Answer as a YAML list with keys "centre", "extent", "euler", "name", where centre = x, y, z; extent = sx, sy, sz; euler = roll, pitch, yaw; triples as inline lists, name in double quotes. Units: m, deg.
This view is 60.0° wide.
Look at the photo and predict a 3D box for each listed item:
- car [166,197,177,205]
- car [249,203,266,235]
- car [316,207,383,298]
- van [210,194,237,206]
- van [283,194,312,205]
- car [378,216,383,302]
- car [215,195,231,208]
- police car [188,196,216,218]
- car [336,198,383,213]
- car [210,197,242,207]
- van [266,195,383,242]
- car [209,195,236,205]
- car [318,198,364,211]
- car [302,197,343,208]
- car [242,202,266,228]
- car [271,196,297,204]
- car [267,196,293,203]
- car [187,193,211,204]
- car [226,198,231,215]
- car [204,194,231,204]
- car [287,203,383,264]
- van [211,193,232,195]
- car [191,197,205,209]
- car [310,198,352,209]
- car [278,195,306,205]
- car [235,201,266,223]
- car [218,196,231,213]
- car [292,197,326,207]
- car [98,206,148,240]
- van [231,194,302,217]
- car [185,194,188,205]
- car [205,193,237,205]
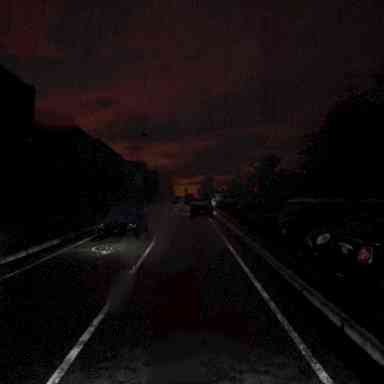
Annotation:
- centre: [-3.606, 1.601, 60.258]
  extent: [1.812, 1.442, 4.674]
  euler: [0, 0, 0]
  name: "car"
- centre: [5.559, 1.473, 15.990]
  extent: [5.008, 1.535, 2.097]
  euler: [0, 0, 0]
  name: "car"
- centre: [5.589, 1.350, 7.581]
  extent: [4.553, 1.767, 2.185]
  euler: [0, 0, 0]
  name: "car"
- centre: [5.190, 1.299, 55.233]
  extent: [4.442, 1.987, 1.878]
  euler: [0, 0, 0]
  name: "van"
- centre: [18.485, 1.309, 58.170]
  extent: [4.442, 1.987, 1.878]
  euler: [0, 0, 0]
  name: "van"
- centre: [5.608, 1.351, 4.777]
  extent: [4.553, 1.767, 2.185]
  euler: [0, 0, 0]
  name: "car"
- centre: [5.392, 1.485, 41.212]
  extent: [4.892, 1.521, 2.231]
  euler: [0, 0, 0]
  name: "car"
- centre: [0.817, 1.426, 30.014]
  extent: [1.930, 1.638, 5.238]
  euler: [0, 0, 0]
  name: "police car"
- centre: [18.507, 1.476, 35.886]
  extent: [5.008, 1.535, 2.097]
  euler: [0, 0, 0]
  name: "car"
- centre: [5.317, 1.518, 52.429]
  extent: [4.892, 1.521, 2.231]
  euler: [0, 0, 0]
  name: "car"
- centre: [5.467, 1.248, 13.186]
  extent: [4.442, 1.987, 1.878]
  euler: [0, 0, 0]
  name: "van"
- centre: [5.258, 1.408, 58.037]
  extent: [4.553, 1.767, 2.185]
  euler: [0, 0, 0]
  name: "car"
- centre: [18.504, 1.515, 41.455]
  extent: [4.792, 1.488, 2.163]
  euler: [0, 0, 0]
  name: "car"
- centre: [18.432, 1.502, 47.025]
  extent: [5.008, 1.535, 2.097]
  euler: [0, 0, 0]
  name: "car"
- centre: [5.517, 1.502, 18.793]
  extent: [4.792, 1.488, 2.163]
  euler: [0, 0, 0]
  name: "car"
- centre: [18.326, 1.616, 66.517]
  extent: [4.674, 1.452, 2.002]
  euler: [0, 0, 0]
  name: "car"
- centre: [18.316, 1.594, 69.304]
  extent: [5.008, 1.535, 2.097]
  euler: [0, -1, 0]
  name: "car"
- centre: [0.765, 1.365, 39.894]
  extent: [2.097, 1.767, 4.553]
  euler: [0, 0, 0]
  name: "car"
- centre: [5.519, 1.500, 27.204]
  extent: [4.792, 1.488, 2.163]
  euler: [0, 0, 0]
  name: "car"
- centre: [5.259, 1.343, 69.249]
  extent: [5.566, 2.045, 2.435]
  euler: [0, 0, 0]
  name: "car"
- centre: [5.633, 1.349, 10.384]
  extent: [4.553, 1.767, 2.185]
  euler: [0, 0, 0]
  name: "car"
- centre: [5.457, 1.283, 49.628]
  extent: [4.442, 1.987, 1.878]
  euler: [0, 0, 0]
  name: "van"
- centre: [0.733, 1.536, 45.933]
  extent: [1.837, 1.490, 4.892]
  euler: [0, 0, 0]
  name: "car"
- centre: [18.427, 1.524, 44.240]
  extent: [4.792, 1.488, 2.163]
  euler: [0, 0, 0]
  name: "car"
- centre: [18.322, 1.420, 60.949]
  extent: [4.553, 1.767, 2.185]
  euler: [0, 0, 0]
  name: "car"
- centre: [5.498, 1.501, 21.597]
  extent: [4.792, 1.488, 2.163]
  euler: [0, 0, 0]
  name: "car"
- centre: [5.447, 1.470, 32.806]
  extent: [5.008, 1.535, 2.097]
  euler: [0, 0, 0]
  name: "car"
- centre: [18.400, 1.558, 52.596]
  extent: [4.674, 1.452, 2.002]
  euler: [0, 0, 0]
  name: "car"
- centre: [-3.440, 1.477, 17.325]
  extent: [1.882, 1.535, 5.008]
  euler: [0, 0, 0]
  name: "car"
- centre: [5.392, 1.245, 24.399]
  extent: [4.442, 1.987, 1.878]
  euler: [0, 0, 0]
  name: "van"
- centre: [-0.330, 1.647, 62.695]
  extent: [1.994, 1.385, 4.181]
  euler: [0, 0, 0]
  name: "car"
- centre: [5.302, 1.294, 60.839]
  extent: [5.566, 2.045, 2.435]
  euler: [0, 0, 0]
  name: "car"
